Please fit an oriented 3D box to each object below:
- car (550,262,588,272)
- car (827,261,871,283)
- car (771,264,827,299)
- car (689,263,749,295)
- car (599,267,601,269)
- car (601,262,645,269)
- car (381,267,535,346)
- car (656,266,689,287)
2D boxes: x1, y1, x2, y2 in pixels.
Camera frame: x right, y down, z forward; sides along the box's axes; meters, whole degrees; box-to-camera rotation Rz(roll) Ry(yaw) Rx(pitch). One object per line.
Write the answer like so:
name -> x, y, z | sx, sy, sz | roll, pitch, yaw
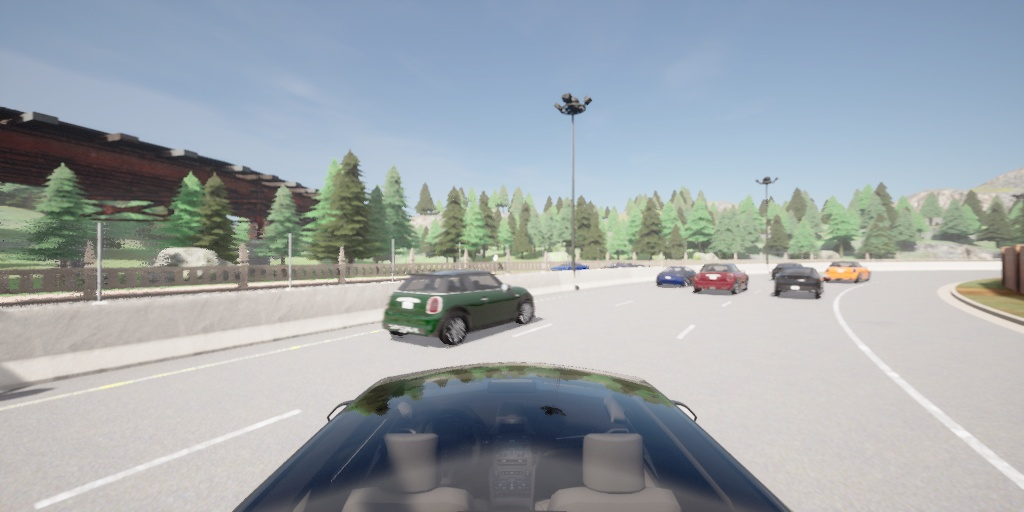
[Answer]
car -> 6.297, 1.442, 39.533 | 5.008, 1.535, 1.882 | 0, -1, -41
car -> 27.040, 1.197, 28.867 | 4.553, 1.767, 2.097 | 0, 0, -36
car -> 15.176, 1.317, 18.919 | 1.837, 1.490, 4.892 | -1, -2, 43
car -> 12.213, 1.189, 20.842 | 2.097, 1.767, 4.553 | 0, 0, 42
car -> 11.302, 1.440, 39.143 | 4.902, 1.511, 2.128 | 0, -1, -39
car -> 11.136, 1.412, 34.478 | 4.902, 1.511, 2.128 | 0, -1, -40
car -> -1.211, 1.156, 9.985 | 2.097, 1.767, 4.553 | 0, 0, 34
car -> 11.940, 1.428, 25.506 | 4.181, 1.385, 1.994 | 0, -1, -44
